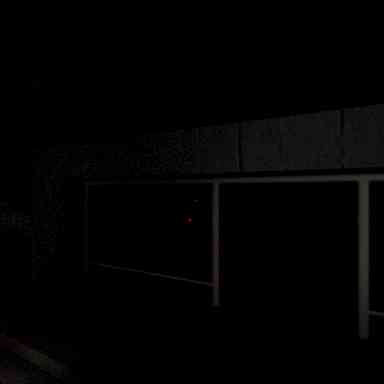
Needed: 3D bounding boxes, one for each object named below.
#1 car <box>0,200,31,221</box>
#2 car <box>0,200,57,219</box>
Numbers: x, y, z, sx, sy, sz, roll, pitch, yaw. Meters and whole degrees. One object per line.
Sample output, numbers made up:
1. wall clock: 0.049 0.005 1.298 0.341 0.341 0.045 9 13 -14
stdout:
1. car: -13.337 1.579 26.848 1.994 1.385 4.181 0 0 34
2. car: -15.239 1.520 30.688 1.837 1.490 4.892 0 0 34
